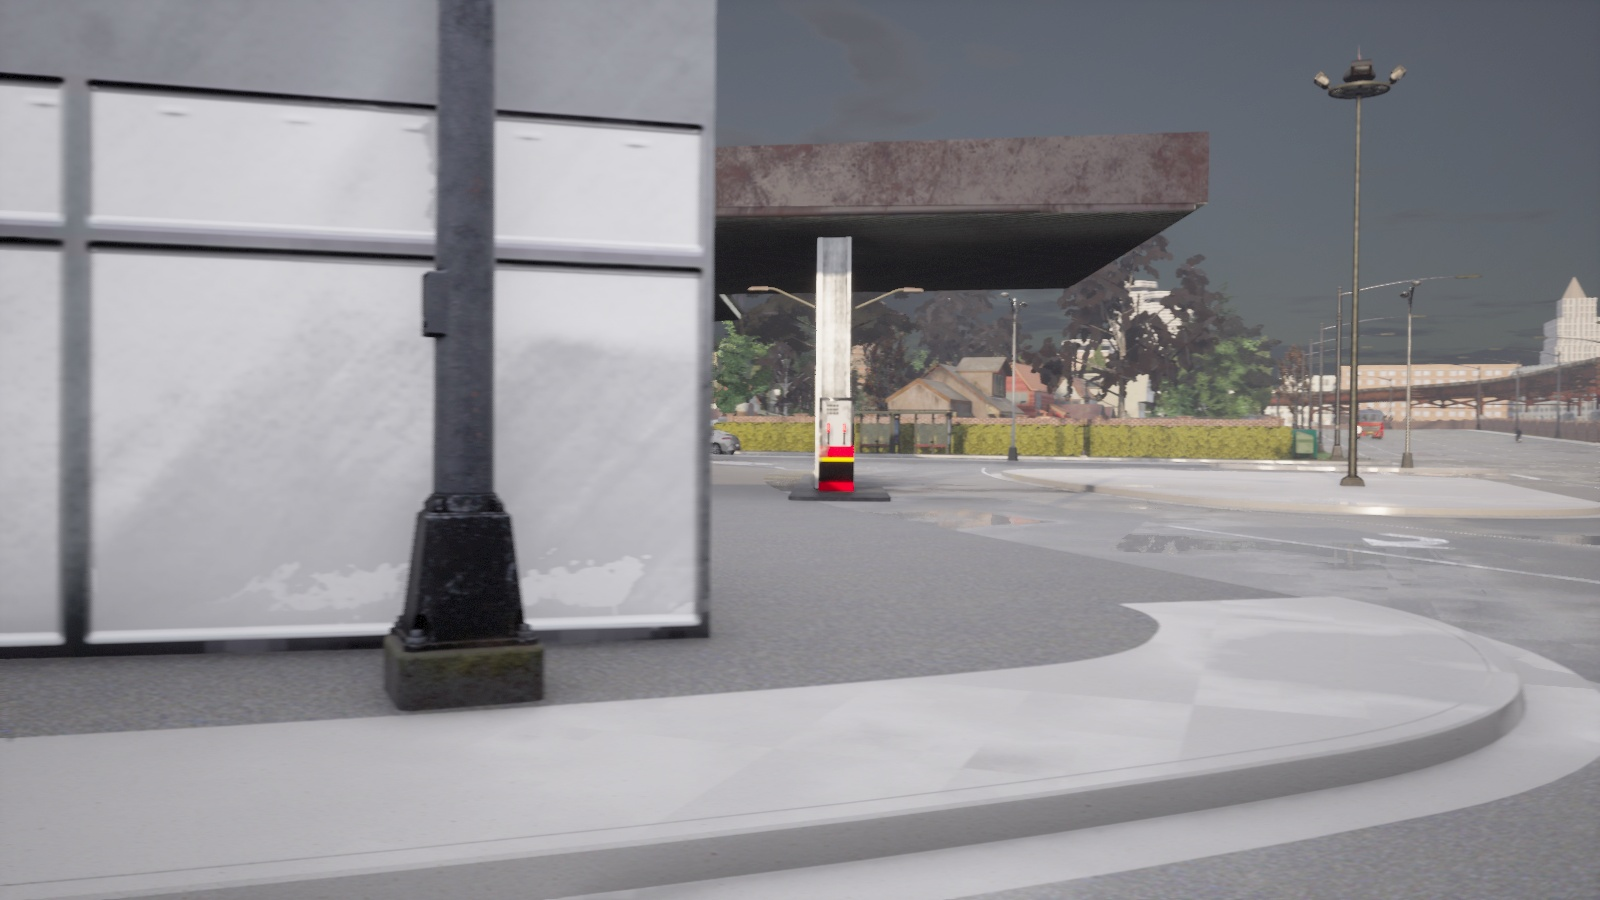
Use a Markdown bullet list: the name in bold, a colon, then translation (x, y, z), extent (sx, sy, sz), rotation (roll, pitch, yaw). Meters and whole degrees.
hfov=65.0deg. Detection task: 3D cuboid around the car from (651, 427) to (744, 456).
- **car**: translation (-6.027, -0.482, 73.934), extent (5.027, 1.651, 2.152), rotation (0, 1, 20)
